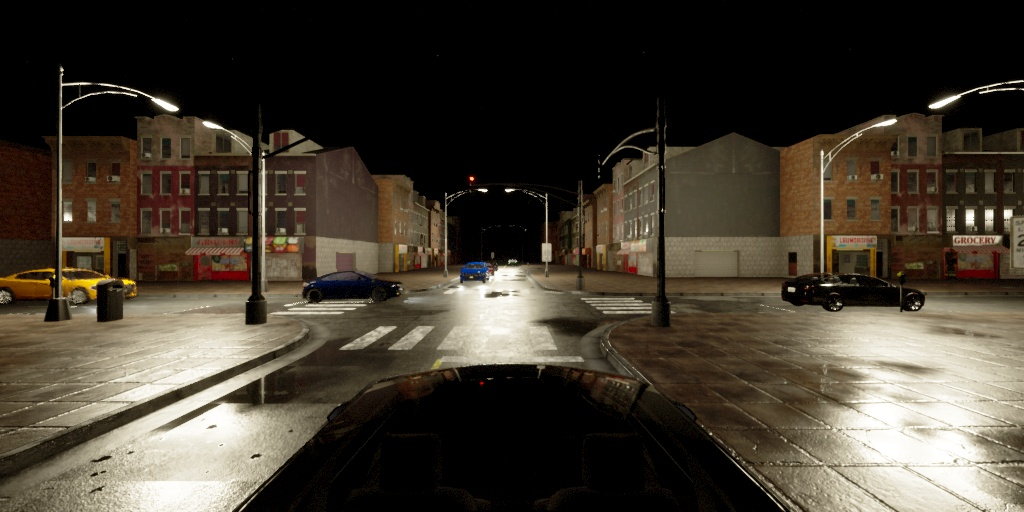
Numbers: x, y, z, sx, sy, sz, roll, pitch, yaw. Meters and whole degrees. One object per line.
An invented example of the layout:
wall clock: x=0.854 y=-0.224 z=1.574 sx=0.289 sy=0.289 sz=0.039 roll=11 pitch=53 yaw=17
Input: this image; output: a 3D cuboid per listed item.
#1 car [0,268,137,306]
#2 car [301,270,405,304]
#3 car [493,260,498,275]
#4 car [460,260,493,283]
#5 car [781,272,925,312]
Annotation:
car: x=-19.537 y=1.287 z=15.757 sx=5.008 sy=1.535 sz=1.882 roll=0 pitch=0 yaw=0
car: x=-7.045 y=1.332 z=16.157 sx=4.181 sy=1.385 sz=1.994 roll=0 pitch=0 yaw=-7
car: x=-2.832 y=1.332 z=37.871 sx=1.994 sy=1.385 sz=4.181 roll=0 pitch=0 yaw=0
car: x=-2.822 y=1.238 z=27.920 sx=1.882 sy=1.535 sz=5.008 roll=0 pitch=0 yaw=1
car: x=12.359 y=1.266 z=13.176 sx=4.313 sy=1.339 sz=1.948 roll=0 pitch=0 yaw=0
